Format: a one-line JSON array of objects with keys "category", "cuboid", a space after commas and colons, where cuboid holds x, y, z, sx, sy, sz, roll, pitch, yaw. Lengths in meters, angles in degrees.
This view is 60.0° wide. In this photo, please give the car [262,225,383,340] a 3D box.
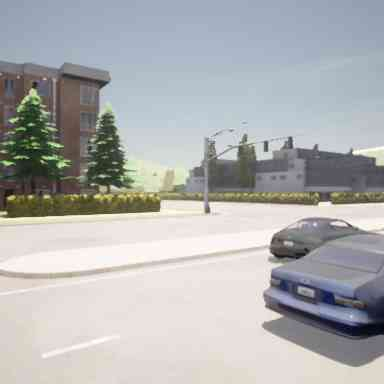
[{"category": "car", "cuboid": [3.744, 1.549, 6.482, 5.357, 1.411, 2.033, 0, 0, -36]}]

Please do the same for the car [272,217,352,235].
[{"category": "car", "cuboid": [4.594, 1.566, 11.462, 4.181, 1.385, 1.994, 0, 0, -36]}]
